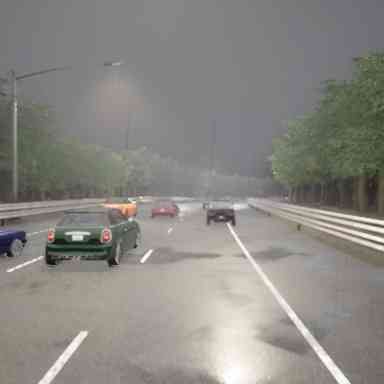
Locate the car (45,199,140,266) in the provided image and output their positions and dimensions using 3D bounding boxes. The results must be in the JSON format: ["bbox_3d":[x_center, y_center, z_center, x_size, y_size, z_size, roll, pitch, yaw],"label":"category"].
[{"bbox_3d":[-3.161,1.302,11.495,2.097,1.767,4.553,0,0,2],"label":"car"}]

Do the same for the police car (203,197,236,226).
[{"bbox_3d":[1.961,1.334,23.030,1.930,1.638,5.238,0,0,3],"label":"police car"}]

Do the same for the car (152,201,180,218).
[{"bbox_3d":[-2.232,1.454,28.892,1.994,1.385,4.181,0,0,4],"label":"car"}]

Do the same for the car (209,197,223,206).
[{"bbox_3d":[4.053,1.612,56.167,1.994,1.385,4.181,0,-1,9],"label":"car"}]

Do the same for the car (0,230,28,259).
[{"bbox_3d":[-6.729,1.558,9.530,1.895,1.301,4.718,0,0,2],"label":"car"}]
